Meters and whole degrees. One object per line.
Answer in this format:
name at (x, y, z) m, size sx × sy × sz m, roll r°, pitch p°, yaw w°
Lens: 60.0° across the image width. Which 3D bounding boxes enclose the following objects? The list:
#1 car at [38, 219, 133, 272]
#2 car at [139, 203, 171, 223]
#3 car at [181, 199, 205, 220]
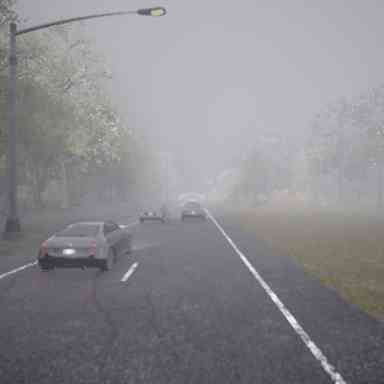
car at (-3.230, 1.566, 10.870) m, size 1.994 × 1.385 × 4.181 m, roll 0°, pitch 0°, yaw 1°
car at (-2.760, 1.556, 25.396) m, size 2.033 × 1.411 × 5.357 m, roll 0°, pitch 0°, yaw 2°
car at (0.098, 1.574, 27.873) m, size 1.994 × 1.385 × 4.181 m, roll 0°, pitch 0°, yaw 0°
